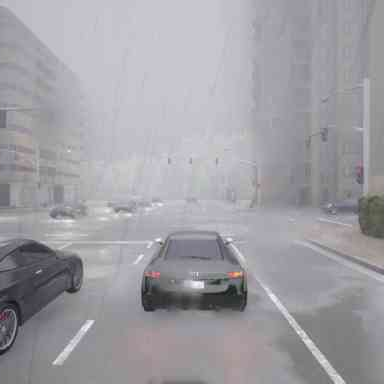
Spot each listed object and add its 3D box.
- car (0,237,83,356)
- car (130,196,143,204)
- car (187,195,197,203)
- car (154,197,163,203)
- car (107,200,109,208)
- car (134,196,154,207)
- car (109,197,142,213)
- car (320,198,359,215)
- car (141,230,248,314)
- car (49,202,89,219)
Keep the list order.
[{"bbox_3d":[-3.460,1.526,5.912,1.812,1.442,4.674,0,0,0],"label":"car"},{"bbox_3d":[-10.679,1.526,64.291,1.812,1.442,4.674,0,0,0],"label":"car"},{"bbox_3d":[-0.049,1.352,69.755,2.097,1.767,4.553,0,0,0],"label":"car"},{"bbox_3d":[-7.148,1.601,68.863,1.895,1.301,4.718,0,0,0],"label":"car"},{"bbox_3d":[-10.696,1.505,47.173,1.837,1.490,4.892,0,0,0],"label":"car"},{"bbox_3d":[-7.198,1.505,49.718,1.837,1.490,4.892,0,0,0],"label":"car"},{"bbox_3d":[-7.176,1.548,36.574,2.033,1.411,5.357,0,0,0],"label":"car"},{"bbox_3d":[15.512,1.352,33.754,4.553,1.767,2.097,0,0,1],"label":"car"},{"bbox_3d":[0.049,1.564,7.714,1.994,1.385,4.181,0,0,0],"label":"car"},{"bbox_3d":[-10.663,1.547,29.326,2.033,1.411,5.357,0,0,0],"label":"car"}]
